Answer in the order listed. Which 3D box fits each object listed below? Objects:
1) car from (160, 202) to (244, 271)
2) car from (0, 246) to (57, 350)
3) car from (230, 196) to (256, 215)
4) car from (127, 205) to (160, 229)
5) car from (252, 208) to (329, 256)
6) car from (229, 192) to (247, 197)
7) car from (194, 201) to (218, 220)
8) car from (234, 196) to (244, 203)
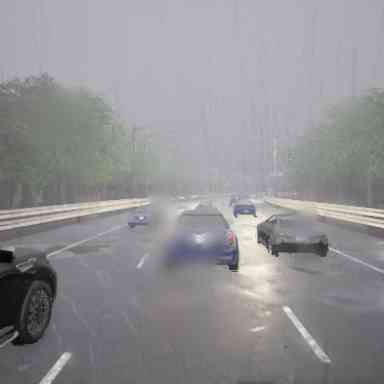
[{"bbox_3d":[0.324,1.347,11.103,2.097,1.767,4.553,0,0,2],"label":"car"},{"bbox_3d":[-3.352,1.216,3.233,2.150,2.045,5.566,0,0,1],"label":"car"},{"bbox_3d":[4.776,1.456,30.702,1.882,1.535,5.008,0,0,5],"label":"car"},{"bbox_3d":[-2.751,1.533,21.466,2.033,1.411,5.357,0,0,3],"label":"car"},{"bbox_3d":[3.760,1.552,13.109,1.994,1.385,4.181,0,0,2],"label":"car"},{"bbox_3d":[7.072,1.171,52.135,2.150,2.045,5.566,0,0,8],"label":"car"},{"bbox_3d":[1.270,1.548,29.094,1.994,1.385,4.181,0,0,4],"label":"car"},{"bbox_3d":[9.777,1.546,69.533,1.895,1.301,4.718,0,0,11],"label":"car"}]
